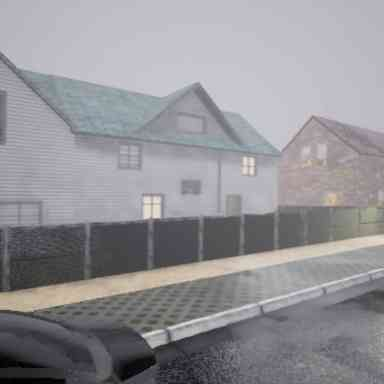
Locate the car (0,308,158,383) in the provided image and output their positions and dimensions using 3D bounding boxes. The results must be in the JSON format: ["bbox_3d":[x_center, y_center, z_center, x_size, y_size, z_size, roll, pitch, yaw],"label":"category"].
[{"bbox_3d":[-2.378,1.508,1.366,4.892,1.490,1.837,0,0,-35],"label":"car"}]
